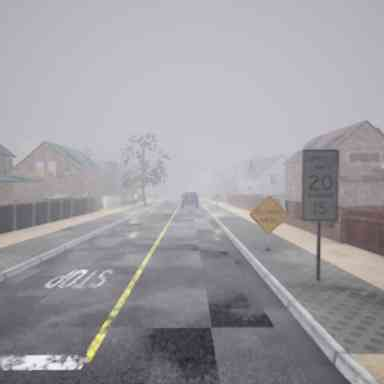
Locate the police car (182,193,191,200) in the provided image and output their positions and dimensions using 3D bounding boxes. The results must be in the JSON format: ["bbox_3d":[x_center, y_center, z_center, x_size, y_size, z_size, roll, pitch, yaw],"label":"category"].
[{"bbox_3d":[-1.396,1.150,81.103,1.930,1.638,5.238,0,0,-6],"label":"police car"}]

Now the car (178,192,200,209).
[{"bbox_3d":[-0.239,0.965,41.325,2.150,2.045,5.566,0,0,-1],"label":"car"}]

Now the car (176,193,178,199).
[{"bbox_3d":[-2.491,1.292,90.998,1.812,1.442,4.674,0,0,-7],"label":"car"}]

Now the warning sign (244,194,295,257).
[{"bbox_3d":[2.474,1.028,10.780,1.300,1.860,1.060,2,2,-1],"label":"warning sign"}]
